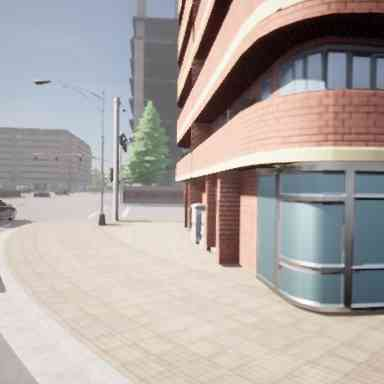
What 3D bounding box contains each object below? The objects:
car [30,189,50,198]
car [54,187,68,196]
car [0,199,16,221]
[{"bbox_3d":[-29.492,0.463,65.247,1.895,1.301,4.718,1,1,-8],"label":"car"},{"bbox_3d":[-31.700,-0.108,80.837,2.150,2.045,5.566,1,1,-8],"label":"car"},{"bbox_3d":[-12.143,1.114,19.940,1.837,1.490,4.892,1,1,-11],"label":"car"}]
